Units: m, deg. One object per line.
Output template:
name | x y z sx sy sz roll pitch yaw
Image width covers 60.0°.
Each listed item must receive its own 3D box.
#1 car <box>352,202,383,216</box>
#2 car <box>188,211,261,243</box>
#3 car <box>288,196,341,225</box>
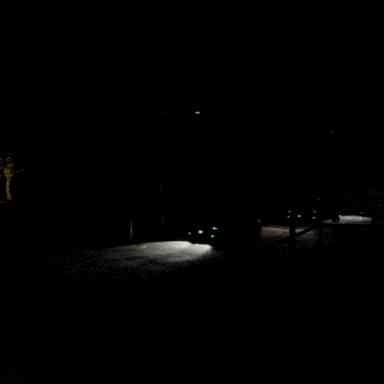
car | 18.490 1.752 35.002 1.895 1.301 4.718 0 0 43
car | 1.742 1.661 16.816 1.994 1.385 4.181 0 0 43
car | 9.302 1.329 25.028 2.150 2.045 5.566 0 0 43
